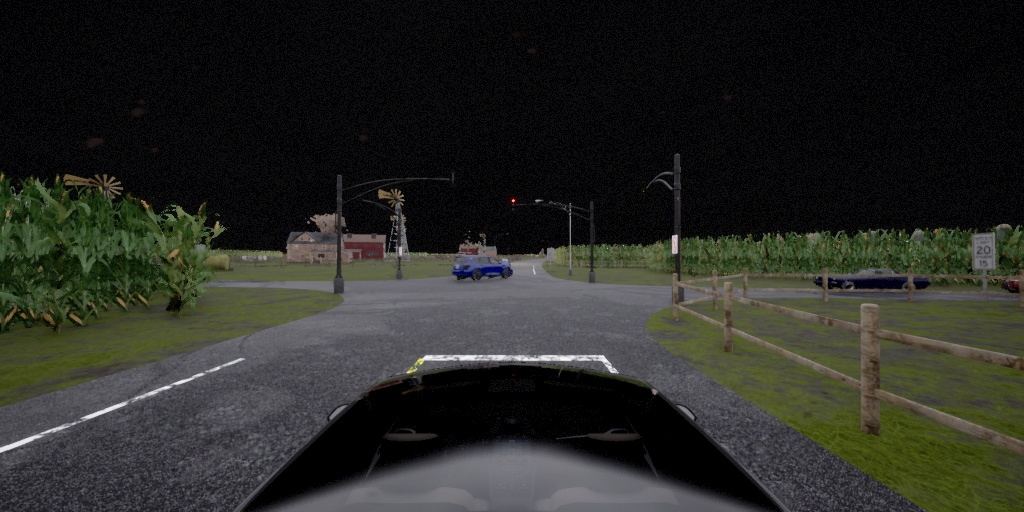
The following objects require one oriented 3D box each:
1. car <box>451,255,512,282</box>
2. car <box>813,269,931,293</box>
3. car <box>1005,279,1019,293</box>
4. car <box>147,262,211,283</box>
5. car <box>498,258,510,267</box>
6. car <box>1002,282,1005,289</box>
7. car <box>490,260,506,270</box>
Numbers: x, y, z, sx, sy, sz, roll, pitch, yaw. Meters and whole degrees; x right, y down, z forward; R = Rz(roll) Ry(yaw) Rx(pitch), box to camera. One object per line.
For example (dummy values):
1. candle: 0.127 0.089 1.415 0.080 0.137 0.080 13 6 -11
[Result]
1. car: -2.427 0.967 29.747 2.150 2.045 5.566 1 1 43
2. car: 20.381 1.401 20.565 4.718 1.301 1.895 0 -1 9
3. car: 26.803 1.373 16.475 4.718 1.301 1.895 0 -1 10
4. car: -23.755 1.208 25.179 4.892 1.490 1.837 0 -1 10
5. car: -1.408 1.208 64.241 1.882 1.535 5.008 0 0 3
6. car: 29.349 1.377 19.016 4.181 1.385 1.994 0 -1 10
7. car: -2.066 1.303 53.904 1.994 1.385 4.181 0 0 5
